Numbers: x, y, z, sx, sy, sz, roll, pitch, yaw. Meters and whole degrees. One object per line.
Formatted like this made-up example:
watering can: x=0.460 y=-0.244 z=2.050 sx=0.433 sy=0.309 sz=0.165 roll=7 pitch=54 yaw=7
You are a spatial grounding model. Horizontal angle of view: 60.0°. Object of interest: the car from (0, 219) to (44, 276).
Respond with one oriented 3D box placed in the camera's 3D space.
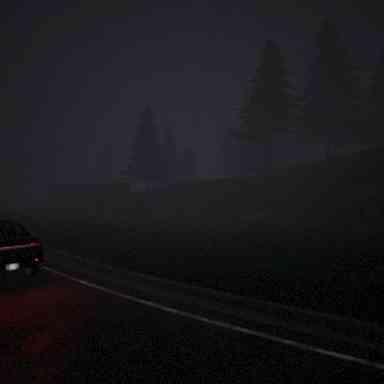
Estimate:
car: x=-5.876 y=1.522 z=9.428 sx=4.902 sy=1.511 sz=2.128 roll=0 pitch=0 yaw=45
